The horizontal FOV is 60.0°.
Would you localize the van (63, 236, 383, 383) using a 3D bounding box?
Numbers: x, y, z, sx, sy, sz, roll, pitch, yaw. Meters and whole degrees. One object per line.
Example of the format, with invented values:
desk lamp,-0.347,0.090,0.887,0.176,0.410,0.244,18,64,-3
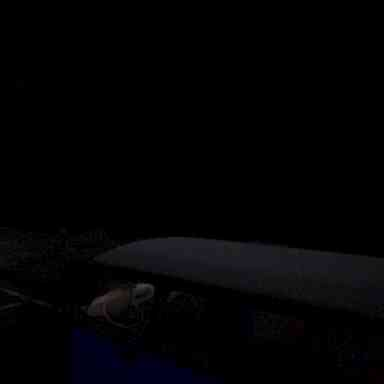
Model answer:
van,0.739,1.337,2.439,3.998,1.788,1.690,0,0,35
